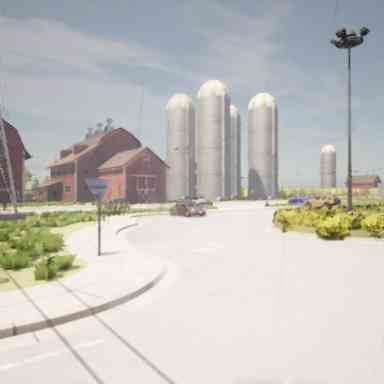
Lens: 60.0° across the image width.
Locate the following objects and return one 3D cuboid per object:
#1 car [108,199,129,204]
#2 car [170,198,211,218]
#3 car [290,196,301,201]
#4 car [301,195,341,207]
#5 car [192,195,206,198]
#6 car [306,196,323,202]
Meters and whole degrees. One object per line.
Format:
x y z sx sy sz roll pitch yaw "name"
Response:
-9.048 1.586 40.697 1.816 1.474 4.193 0 0 -37 "car"
-0.389 1.563 31.107 1.784 1.438 3.905 0 0 -37 "car"
20.796 1.504 63.719 2.242 1.667 4.611 0 0 -37 "car"
17.507 1.319 44.712 1.932 1.855 4.605 0 0 -37 "car"
1.409 1.374 49.225 1.905 1.878 3.866 0 0 -37 "car"
29.404 1.572 79.908 4.181 1.385 1.994 0 0 -37 "car"
